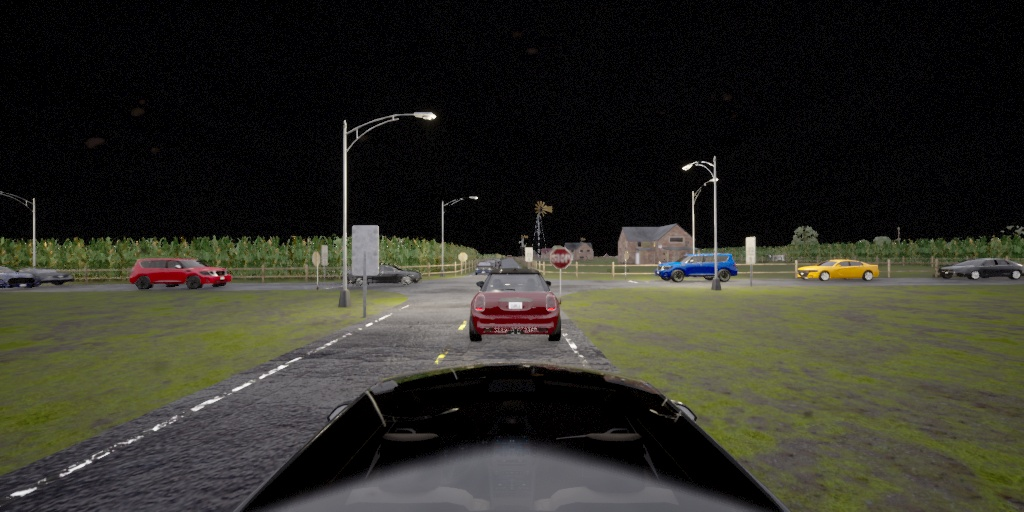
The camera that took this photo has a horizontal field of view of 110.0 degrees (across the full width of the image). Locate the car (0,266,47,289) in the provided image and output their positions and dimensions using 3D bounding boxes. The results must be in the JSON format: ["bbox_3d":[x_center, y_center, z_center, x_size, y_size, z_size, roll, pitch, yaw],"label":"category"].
[{"bbox_3d":[-35.239,1.411,24.247,4.553,1.767,2.097,0,0,1],"label":"car"}]

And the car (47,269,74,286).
[{"bbox_3d":[-36.730,1.631,27.210,5.357,1.411,2.033,-1,0,1],"label":"car"}]

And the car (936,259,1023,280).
[{"bbox_3d":[34.233,0.949,26.230,4.892,1.490,1.837,-1,0,0],"label":"car"}]

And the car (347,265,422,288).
[{"bbox_3d":[-8.730,1.318,24.672,4.892,1.490,1.837,-1,0,-12],"label":"car"}]

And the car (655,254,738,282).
[{"bbox_3d":[13.564,0.851,26.519,5.566,2.045,2.150,-1,0,0],"label":"car"}]

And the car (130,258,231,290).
[{"bbox_3d":[-22.168,1.163,24.062,5.566,2.045,2.150,-1,0,1],"label":"car"}]

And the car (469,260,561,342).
[{"bbox_3d":[0.058,1.103,9.982,2.097,1.767,4.553,0,0,-1],"label":"car"}]

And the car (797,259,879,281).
[{"bbox_3d":[23.871,1.014,26.377,5.008,1.535,1.882,-1,0,1],"label":"car"}]

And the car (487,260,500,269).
[{"bbox_3d":[-3.003,1.360,59.435,1.994,1.385,4.181,0,0,0],"label":"car"}]
